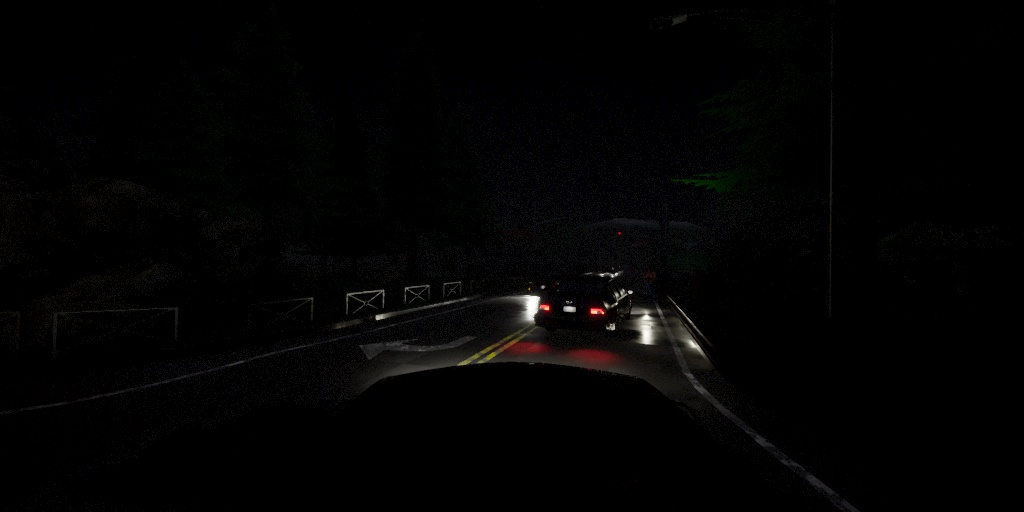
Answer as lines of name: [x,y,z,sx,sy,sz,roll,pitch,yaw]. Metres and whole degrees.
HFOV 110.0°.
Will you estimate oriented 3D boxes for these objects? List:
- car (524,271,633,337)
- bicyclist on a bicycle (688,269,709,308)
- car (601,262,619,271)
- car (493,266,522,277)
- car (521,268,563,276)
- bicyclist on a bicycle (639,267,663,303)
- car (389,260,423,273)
car: [2.296,1.283,10.277,2.033,1.411,5.357,1,-1,24]
bicyclist on a bicycle: [7.863,1.363,15.105,1.656,1.620,0.582,1,-1,-34]
car: [15.578,1.989,57.917,2.097,1.767,4.553,1,-1,20]
car: [0.425,1.850,42.650,5.357,1.411,2.033,1,-1,20]
car: [2.226,1.431,20.038,1.994,1.385,4.181,1,-1,20]
bicyclist on a bicycle: [6.417,1.351,16.487,1.656,1.620,0.582,1,-1,-31]
car: [-14.138,1.449,47.879,4.553,1.767,2.097,1,-1,20]
